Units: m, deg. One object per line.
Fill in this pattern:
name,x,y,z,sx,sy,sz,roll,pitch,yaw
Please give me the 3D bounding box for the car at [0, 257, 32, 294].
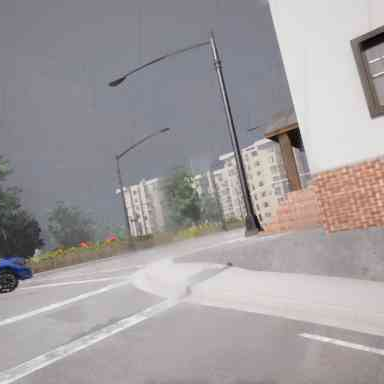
car,-9.330,3.306,12.831,5.566,2.045,2.150,-6,-8,-34
